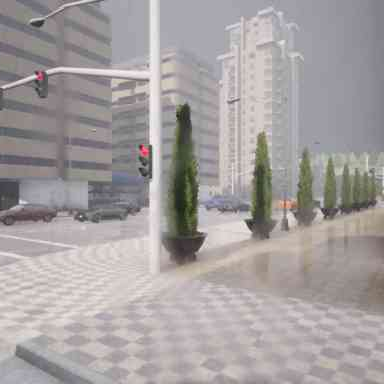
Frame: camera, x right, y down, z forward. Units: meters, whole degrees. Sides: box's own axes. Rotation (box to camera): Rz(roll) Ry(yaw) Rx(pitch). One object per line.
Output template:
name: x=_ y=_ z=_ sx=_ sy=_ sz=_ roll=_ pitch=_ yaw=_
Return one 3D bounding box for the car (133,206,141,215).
car: x=-7.167 y=1.656 z=32.060 sx=1.895 sy=1.301 sz=4.718 roll=0 pitch=0 yaw=35

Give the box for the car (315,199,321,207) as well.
car: x=17.529 y=1.533 z=49.049 sx=1.882 sy=1.535 sz=5.008 roll=0 pitch=0 yaw=35

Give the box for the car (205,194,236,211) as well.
car: x=3.806 y=1.277 z=41.774 sx=2.150 sy=2.045 sz=5.566 roll=0 pitch=0 yaw=35

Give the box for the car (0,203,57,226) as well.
car: x=-12.318 y=1.581 z=24.559 sx=1.812 sy=1.442 sz=4.674 roll=0 pitch=0 yaw=35

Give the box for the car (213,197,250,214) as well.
car: x=4.859 y=1.603 z=36.816 sx=2.033 sy=1.411 sz=5.357 roll=0 pitch=0 yaw=35

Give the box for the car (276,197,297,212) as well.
car: x=11.912 y=1.407 z=40.873 sx=2.097 sy=1.767 sz=4.553 roll=0 pitch=0 yaw=35

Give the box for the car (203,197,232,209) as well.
car: x=3.720 y=1.560 z=47.781 sx=1.837 sy=1.490 sz=4.892 roll=0 pitch=0 yaw=35

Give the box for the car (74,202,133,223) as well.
car: x=-7.047 y=1.619 z=26.072 sx=1.994 sy=1.385 sz=4.181 roll=0 pitch=0 yaw=35
